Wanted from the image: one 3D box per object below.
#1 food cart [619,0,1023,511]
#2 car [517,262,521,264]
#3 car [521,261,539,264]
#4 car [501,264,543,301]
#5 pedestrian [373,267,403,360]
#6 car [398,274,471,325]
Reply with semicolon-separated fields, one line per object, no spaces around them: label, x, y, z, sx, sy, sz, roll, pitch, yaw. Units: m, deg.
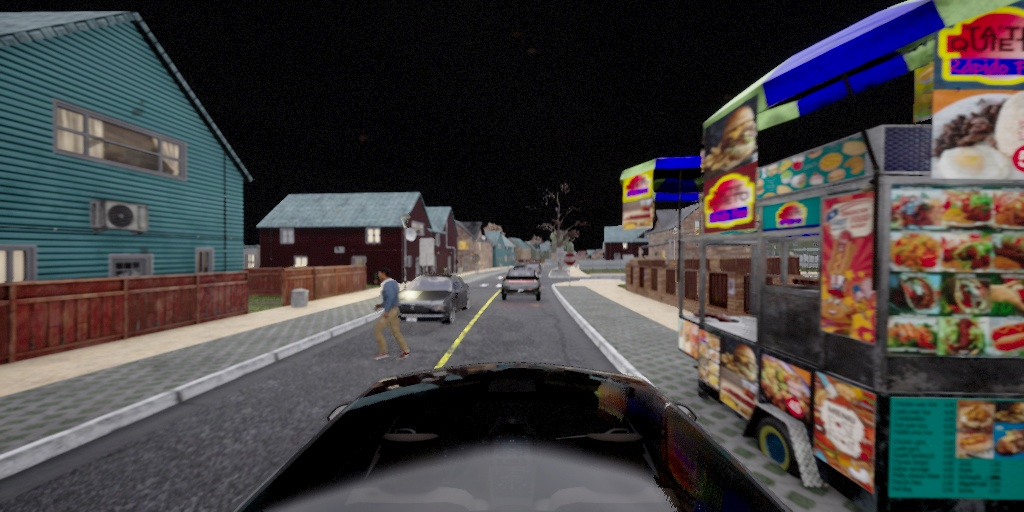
food cart;3.021;0.229;4.313;2.280;3.560;4.660;0;0;1
car;1.322;1.600;54.181;1.895;1.301;4.718;0;0;9
car;2.488;1.488;40.986;2.033;1.411;5.357;0;0;7
car;0.520;1.321;18.070;2.128;1.511;4.902;0;0;4
pedestrian;-2.412;1.068;6.914;0.375;1.860;0.375;-1;0;2
car;-2.606;1.348;12.345;2.033;1.411;5.357;0;0;2
